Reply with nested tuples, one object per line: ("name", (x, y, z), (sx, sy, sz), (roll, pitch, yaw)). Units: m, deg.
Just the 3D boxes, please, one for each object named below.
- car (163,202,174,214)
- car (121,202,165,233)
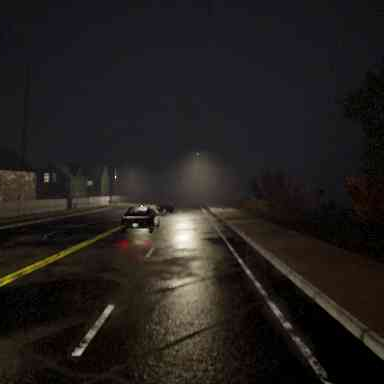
("car", (-3.124, 1.860, 39.991), (1.895, 1.301, 4.718), (0, 0, 0))
("car", (-3.137, 1.634, 20.819), (2.128, 1.511, 4.902), (0, 0, 0))
